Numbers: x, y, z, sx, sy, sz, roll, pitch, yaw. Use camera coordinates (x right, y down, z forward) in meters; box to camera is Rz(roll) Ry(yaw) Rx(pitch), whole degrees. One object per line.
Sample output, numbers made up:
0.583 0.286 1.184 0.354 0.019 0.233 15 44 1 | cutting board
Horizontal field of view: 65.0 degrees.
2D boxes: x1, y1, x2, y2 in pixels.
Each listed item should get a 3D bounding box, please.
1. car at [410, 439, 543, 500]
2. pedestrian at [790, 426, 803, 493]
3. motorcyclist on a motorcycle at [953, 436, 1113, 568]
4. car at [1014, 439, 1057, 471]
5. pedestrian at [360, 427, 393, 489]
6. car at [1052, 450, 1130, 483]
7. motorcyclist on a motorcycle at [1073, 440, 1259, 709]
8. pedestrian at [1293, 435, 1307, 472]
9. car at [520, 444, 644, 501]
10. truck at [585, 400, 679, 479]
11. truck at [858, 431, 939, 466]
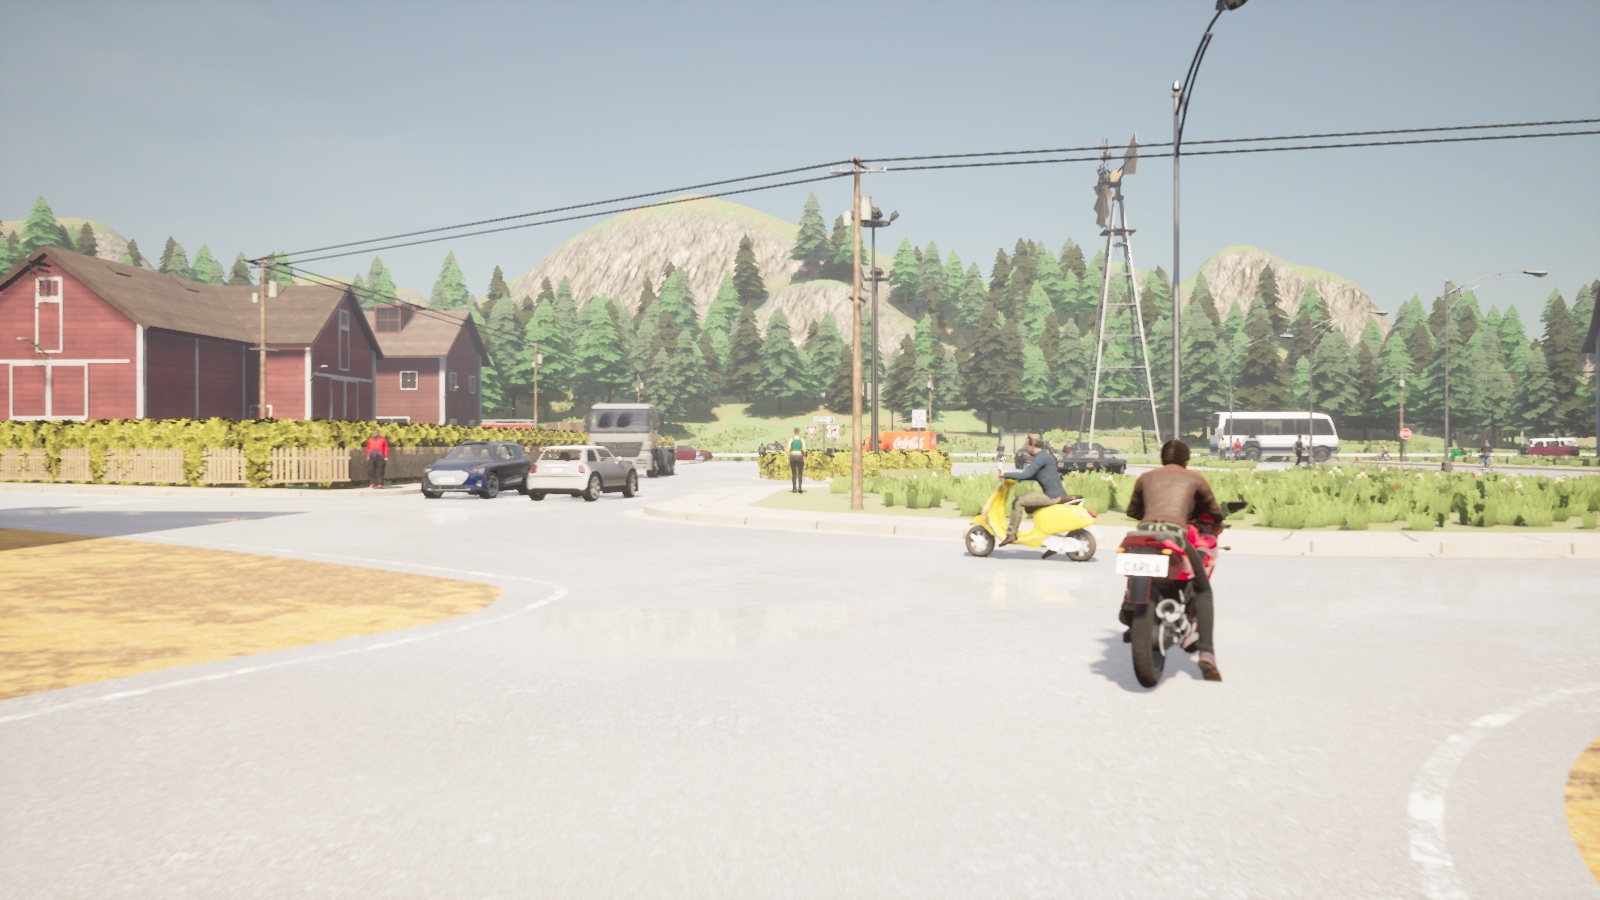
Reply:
-9.211 0.520 36.267 2.033 1.649 4.856 0 0 8 | car
-0.089 0.261 34.685 0.345 1.836 0.594 0 0 2 | pedestrian
2.958 0.618 15.939 1.817 1.590 0.866 0 0 28 | motorcyclist on a motorcycle
13.984 0.271 74.771 1.932 1.855 4.605 0 0 3 | car
-12.799 0.237 37.956 0.634 1.844 0.899 0 0 5 | pedestrian
12.049 0.647 51.789 1.895 1.301 4.718 0 0 29 | car
2.442 0.694 8.192 0.797 1.523 2.044 0 1 27 | motorcyclist on a motorcycle
25.165 0.163 63.238 0.345 1.836 0.594 0 0 -18 | pedestrian
-5.914 0.566 34.530 1.970 1.475 3.806 0 0 15 | car
-7.735 -0.481 58.824 2.891 3.462 7.936 0 0 3 | truck
6.967 -0.099 88.920 5.204 2.467 2.627 0 0 20 | truck
